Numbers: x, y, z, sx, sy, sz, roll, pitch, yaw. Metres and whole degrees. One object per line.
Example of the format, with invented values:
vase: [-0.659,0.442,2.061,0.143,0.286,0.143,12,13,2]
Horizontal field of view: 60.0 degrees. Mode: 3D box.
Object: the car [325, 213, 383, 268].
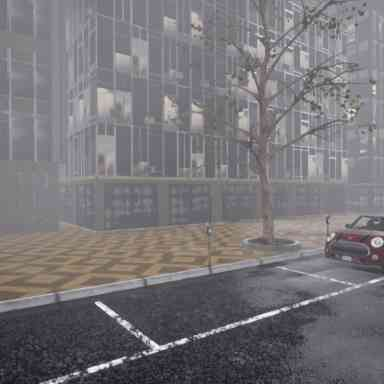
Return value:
car: [6.198,1.439,10.990,4.097,1.590,1.967,0,0,-36]
